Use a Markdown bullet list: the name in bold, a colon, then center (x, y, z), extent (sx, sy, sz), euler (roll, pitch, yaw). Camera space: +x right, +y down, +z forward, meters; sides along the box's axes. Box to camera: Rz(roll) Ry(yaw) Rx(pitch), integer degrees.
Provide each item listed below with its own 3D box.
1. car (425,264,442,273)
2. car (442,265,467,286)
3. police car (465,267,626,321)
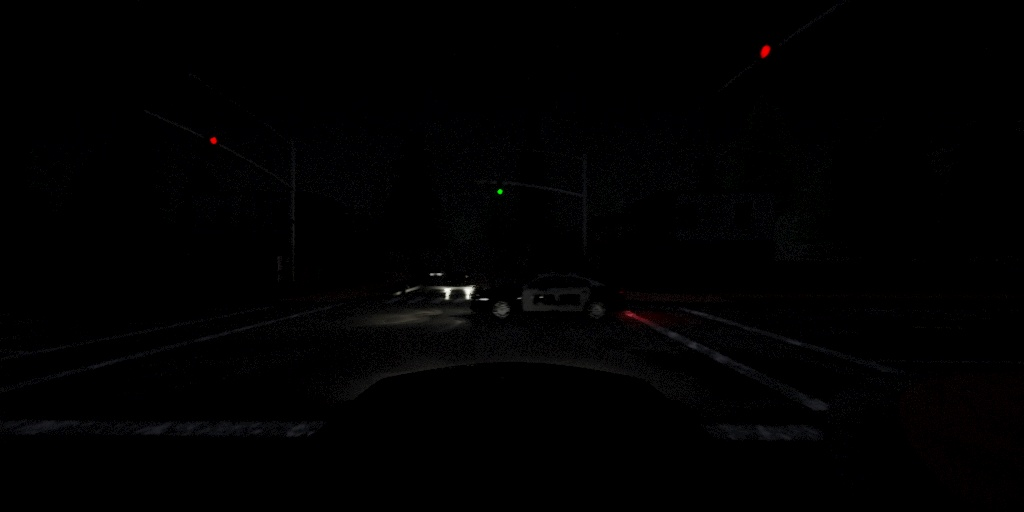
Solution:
- **car**: center (-12.055, 1.845, 53.785), extent (2.033, 1.411, 5.357), euler (0, -1, -29)
- **car**: center (-4.276, 1.489, 28.882), extent (1.882, 1.535, 5.008), euler (0, -1, -6)
- **police car**: center (1.212, 1.262, 12.438), extent (5.238, 1.638, 1.930), euler (0, 0, 3)
